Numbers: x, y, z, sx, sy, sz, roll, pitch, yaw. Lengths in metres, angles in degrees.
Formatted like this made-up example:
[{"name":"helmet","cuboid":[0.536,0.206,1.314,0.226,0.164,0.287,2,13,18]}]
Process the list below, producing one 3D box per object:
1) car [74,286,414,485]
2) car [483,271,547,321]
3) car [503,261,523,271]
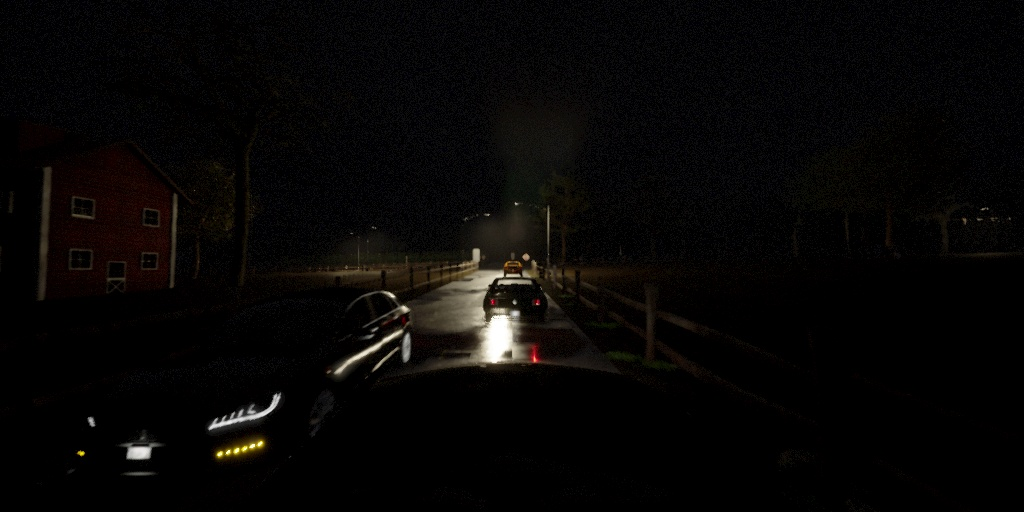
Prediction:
[{"name":"car","cuboid":[-2.828,1.261,5.168,1.837,1.490,4.892,0,0,0]},{"name":"car","cuboid":[0.093,1.367,12.543,1.895,1.301,4.718,0,0,0]},{"name":"car","cuboid":[0.108,1.281,36.581,1.882,1.535,5.008,0,0,0]}]
